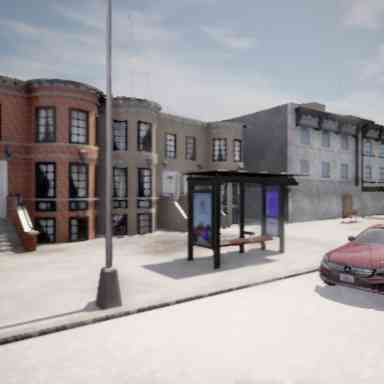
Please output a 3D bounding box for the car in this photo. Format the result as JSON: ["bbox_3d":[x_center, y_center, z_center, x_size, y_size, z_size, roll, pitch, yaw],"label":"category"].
[{"bbox_3d":[5.110,1.527,8.252,4.674,1.442,1.812,0,0,-35],"label":"car"}]
